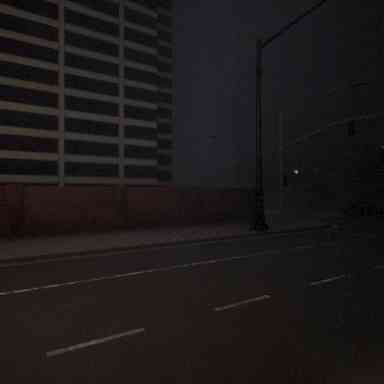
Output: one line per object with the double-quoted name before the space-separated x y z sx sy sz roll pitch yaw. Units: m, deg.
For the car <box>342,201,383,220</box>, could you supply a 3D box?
"car" 15.166 1.505 27.960 1.837 1.490 4.892 0 0 -36
